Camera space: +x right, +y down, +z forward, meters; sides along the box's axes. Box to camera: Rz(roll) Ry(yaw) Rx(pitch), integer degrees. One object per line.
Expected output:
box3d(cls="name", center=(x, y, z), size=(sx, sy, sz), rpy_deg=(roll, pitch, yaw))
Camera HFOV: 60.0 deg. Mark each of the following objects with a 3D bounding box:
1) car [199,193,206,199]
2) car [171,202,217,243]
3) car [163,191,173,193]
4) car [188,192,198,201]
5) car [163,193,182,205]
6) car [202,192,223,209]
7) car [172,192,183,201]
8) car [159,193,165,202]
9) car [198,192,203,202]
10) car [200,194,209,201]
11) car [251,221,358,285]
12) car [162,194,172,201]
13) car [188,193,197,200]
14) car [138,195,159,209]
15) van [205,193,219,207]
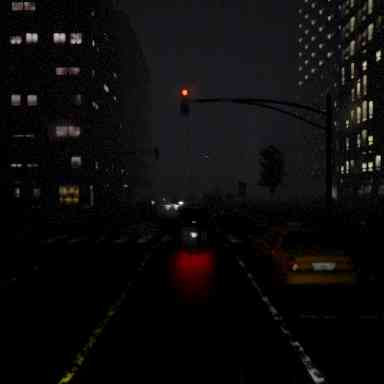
box3d(cls="car", center=(2.820, 1.114, 91.263), size=(1.752, 1.417, 4.829), rpy_deg=(0, 0, 0))
box3d(cls="car", center=(0.089, 1.434, 15.600), size=(1.837, 1.490, 4.892), rpy_deg=(0, 0, 0))
box3d(cls="car", center=(-5.594, 1.110, 68.999), size=(1.967, 1.590, 4.097), rpy_deg=(0, 0, 0))
box3d(cls="car", center=(0.102, 1.191, 70.134), size=(2.128, 1.511, 4.902), rpy_deg=(0, 0, 0))
box3d(cls="car", center=(-3.009, 1.303, 51.574), size=(1.994, 1.385, 4.181), rpy_deg=(0, 0, 0))
box3d(cls="car", center=(2.746, 1.100, 41.353), size=(2.192, 1.841, 5.009), rpy_deg=(0, 0, 0))
box3d(cls="car", center=(-2.908, 1.275, 67.609), size=(1.895, 1.301, 4.718), rpy_deg=(0, 0, 0))
box3d(cls="car", center=(-5.609, 1.263, 57.946), size=(2.008, 1.369, 4.403), rpy_deg=(0, 0, 0))
box3d(cls="car", center=(2.778, 1.006, 63.459), size=(2.192, 1.841, 5.009), rpy_deg=(0, 0, 0))
box3d(cls="car", center=(2.795, 1.194, 74.514), size=(1.887, 1.381, 4.507), rpy_deg=(0, 0, 0))
box3d(cls="car", center=(2.700, 1.474, 9.112), size=(1.752, 1.417, 4.829), rpy_deg=(0, 0, 0))
box3d(cls="car", center=(-5.585, 1.231, 74.526), size=(1.802, 1.307, 4.206), rpy_deg=(0, 0, 0))
box3d(cls="car", center=(0.118, 1.065, 80.551), size=(2.128, 1.511, 4.902), rpy_deg=(0, 0, 0))
box3d(cls="car", center=(-5.633, 1.335, 41.366), size=(2.008, 1.369, 4.403), rpy_deg=(0, 0, 0))
box3d(cls="van", center=(2.754, 1.101, 46.879), size=(1.690, 1.788, 3.998), rpy_deg=(0, 0, 0))
